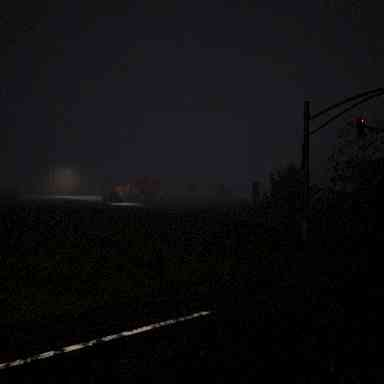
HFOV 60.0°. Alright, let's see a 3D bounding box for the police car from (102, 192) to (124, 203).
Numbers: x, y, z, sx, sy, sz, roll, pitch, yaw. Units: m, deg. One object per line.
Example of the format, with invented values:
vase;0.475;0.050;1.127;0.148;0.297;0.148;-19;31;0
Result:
police car;-11.806;0.821;49.790;2.038;1.542;4.974;1;0;-32
